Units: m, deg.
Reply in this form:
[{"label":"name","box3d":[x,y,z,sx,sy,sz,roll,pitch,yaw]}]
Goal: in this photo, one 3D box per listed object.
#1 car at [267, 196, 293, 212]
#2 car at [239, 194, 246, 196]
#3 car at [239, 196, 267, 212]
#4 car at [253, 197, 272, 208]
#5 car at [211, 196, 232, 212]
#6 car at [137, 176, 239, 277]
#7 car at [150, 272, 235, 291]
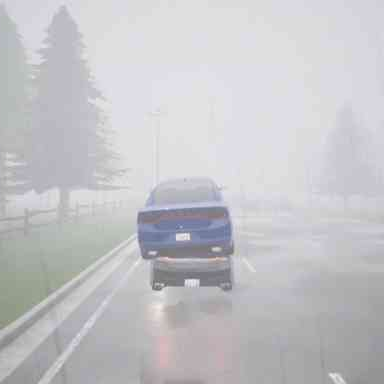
[{"label":"car","box3d":[10.502,1.390,40.016,2.097,1.767,4.553,0,0,0]},{"label":"car","box3d":[7.002,1.269,50.079,2.150,2.045,5.566,0,0,0]},{"label":"car","box3d":[7.002,1.529,39.629,2.128,1.511,4.902,0,0,0]},{"label":"car","box3d":[10.502,1.552,50.049,1.837,1.490,4.892,0,0,0]},{"label":"car","box3d":[3.502,1.390,40.016,2.097,1.767,4.553,0,0,0]},{"label":"car","box3d":[-0.082,0.350,8.285,1.882,1.535,5.008,-4,7,3]},{"label":"car","box3d":[0.002,1.562,9.009,2.128,1.511,4.902,0,0,0]}]
